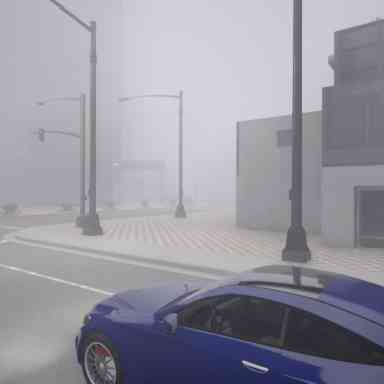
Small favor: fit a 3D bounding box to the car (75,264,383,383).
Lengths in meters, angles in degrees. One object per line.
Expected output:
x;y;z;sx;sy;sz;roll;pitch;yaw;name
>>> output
0.774;1.528;3.443;4.674;1.442;1.812;0;0;36;car
